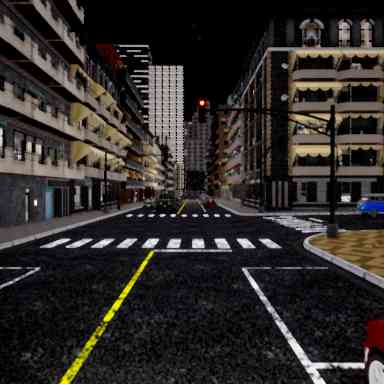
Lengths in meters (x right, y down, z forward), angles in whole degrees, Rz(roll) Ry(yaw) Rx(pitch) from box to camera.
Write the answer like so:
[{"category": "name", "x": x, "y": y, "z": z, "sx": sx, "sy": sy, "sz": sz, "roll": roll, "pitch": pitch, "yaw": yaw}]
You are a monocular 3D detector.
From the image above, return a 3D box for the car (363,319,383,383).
[{"category": "car", "x": 2.684, "y": 1.544, "z": 1.805, "sx": 1.887, "sy": 1.381, "sz": 4.507, "roll": 0, "pitch": 0, "yaw": 0}]

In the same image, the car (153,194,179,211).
[{"category": "car", "x": -3.049, "y": 1.216, "z": 40.076, "sx": 2.150, "sy": 2.045, "sz": 5.566, "roll": 0, "pitch": 0, "yaw": 0}]

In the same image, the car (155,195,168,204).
[{"category": "car", "x": -5.620, "y": 1.444, "z": 61.876, "sx": 1.967, "sy": 1.590, "sz": 4.097, "roll": -1, "pitch": 0, "yaw": 0}]

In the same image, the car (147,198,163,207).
[{"category": "car", "x": -5.633, "y": 1.565, "z": 50.820, "sx": 1.947, "sy": 1.339, "sz": 4.313, "roll": 0, "pitch": 0, "yaw": 0}]

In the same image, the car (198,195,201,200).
[{"category": "car", "x": 2.769, "y": 1.558, "z": 67.388, "sx": 2.008, "sy": 1.369, "sz": 4.403, "roll": -1, "pitch": 0, "yaw": 0}]

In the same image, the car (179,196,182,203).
[{"category": "car", "x": -3.017, "y": 1.525, "z": 52.903, "sx": 1.812, "sy": 1.442, "sz": 4.674, "roll": 0, "pitch": 0, "yaw": 0}]

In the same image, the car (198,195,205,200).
[{"category": "car", "x": 2.804, "y": 1.574, "z": 95.028, "sx": 1.887, "sy": 1.381, "sz": 4.507, "roll": -1, "pitch": 0, "yaw": 0}]

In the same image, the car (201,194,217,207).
[{"category": "car", "x": 2.746, "y": 1.439, "z": 50.804, "sx": 1.967, "sy": 1.590, "sz": 4.097, "roll": -1, "pitch": 0, "yaw": 0}]

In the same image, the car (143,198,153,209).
[{"category": "car", "x": -5.640, "y": 1.547, "z": 45.293, "sx": 2.008, "sy": 1.369, "sz": 4.403, "roll": 0, "pitch": 0, "yaw": 0}]

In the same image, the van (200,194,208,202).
[{"category": "van", "x": 2.781, "y": 1.356, "z": 78.443, "sx": 1.690, "sy": 1.788, "sz": 3.998, "roll": -1, "pitch": 0, "yaw": 0}]

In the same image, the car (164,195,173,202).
[{"category": "car", "x": -5.598, "y": 1.540, "z": 78.290, "sx": 1.752, "sy": 1.417, "sz": 4.829, "roll": -1, "pitch": 0, "yaw": 0}]

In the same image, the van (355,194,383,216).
[{"category": "van", "x": 15.675, "y": 1.027, "z": 27.359, "sx": 3.998, "sy": 1.788, "sz": 1.690, "roll": -1, "pitch": 1, "yaw": -1}]
